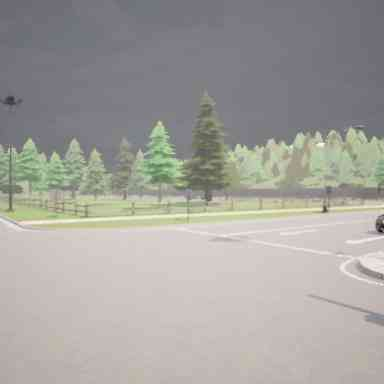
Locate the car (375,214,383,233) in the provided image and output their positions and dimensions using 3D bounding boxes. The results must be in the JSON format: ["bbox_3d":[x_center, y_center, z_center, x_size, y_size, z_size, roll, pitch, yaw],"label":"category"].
[{"bbox_3d":[11.770,1.421,17.907,4.902,1.511,2.128,0,0,-35],"label":"car"}]
